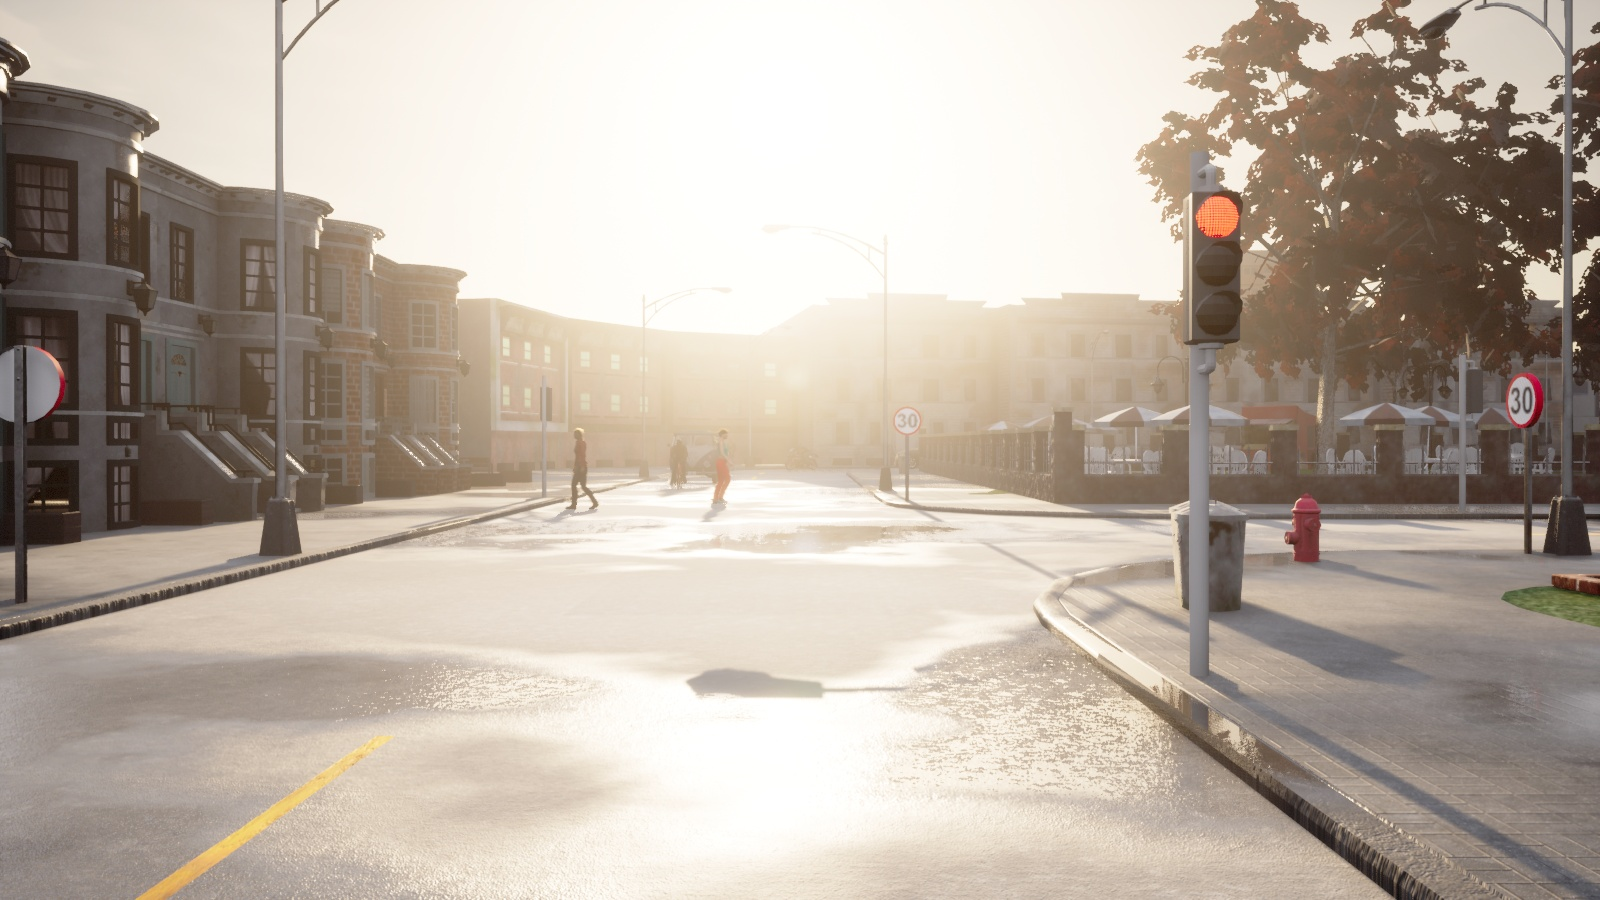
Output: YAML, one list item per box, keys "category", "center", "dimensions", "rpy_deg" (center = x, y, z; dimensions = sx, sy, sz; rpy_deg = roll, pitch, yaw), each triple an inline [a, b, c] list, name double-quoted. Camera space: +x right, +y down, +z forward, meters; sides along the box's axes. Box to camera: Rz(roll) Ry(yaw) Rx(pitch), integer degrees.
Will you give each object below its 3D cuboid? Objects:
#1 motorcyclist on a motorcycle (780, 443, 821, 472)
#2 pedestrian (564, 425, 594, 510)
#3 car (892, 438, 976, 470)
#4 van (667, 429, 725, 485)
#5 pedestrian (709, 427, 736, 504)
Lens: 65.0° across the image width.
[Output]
- category: "motorcyclist on a motorcycle"
  center: [0.018, 0.393, 69.053]
  dimensions: [2.191, 1.530, 0.866]
  rpy_deg: [0, 1, -37]
- category: "pedestrian"
  center: [-4.848, 0.377, 27.548]
  dimensions: [0.636, 1.846, 0.331]
  rpy_deg: [0, 0, -9]
- category: "car"
  center: [7.617, 0.208, 71.536]
  dimensions: [4.553, 1.767, 2.097]
  rpy_deg: [0, 0, 0]
- category: "van"
  center: [-3.846, 0.230, 47.095]
  dimensions: [1.775, 1.987, 4.442]
  rpy_deg: [0, 0, 0]
- category: "pedestrian"
  center: [-1.865, 0.369, 30.263]
  dimensions: [0.594, 1.836, 0.345]
  rpy_deg: [0, 0, 3]
